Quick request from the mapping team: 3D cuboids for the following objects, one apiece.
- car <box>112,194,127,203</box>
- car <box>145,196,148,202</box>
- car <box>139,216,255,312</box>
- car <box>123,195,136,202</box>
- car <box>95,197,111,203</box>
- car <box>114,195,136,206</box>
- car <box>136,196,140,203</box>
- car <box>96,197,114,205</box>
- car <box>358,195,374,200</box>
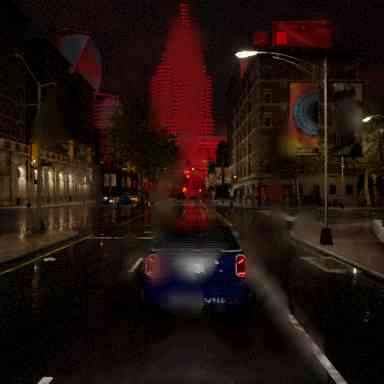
[{"bbox_3d":[-14.770,1.352,68.009,2.097,1.767,4.553,0,0,0],"label":"car"},{"bbox_3d":[-11.243,1.553,75.746,1.994,1.385,4.181,0,0,0],"label":"car"},{"bbox_3d":[0.100,1.352,7.891,2.097,1.767,4.553,0,0,0],"label":"car"},{"bbox_3d":[-14.734,1.525,78.410,2.128,1.511,4.902,0,0,0],"label":"car"},{"bbox_3d":[-18.021,1.595,67.401,1.895,1.301,4.718,0,0,0],"label":"car"},{"bbox_3d":[-11.391,1.526,56.725,1.812,1.442,4.674,0,0,0],"label":"car"},{"bbox_3d":[-11.306,1.478,65.873,1.882,1.535,5.008,0,0,1],"label":"car"},{"bbox_3d":[-14.881,1.547,57.899,2.033,1.411,5.357,0,0,0],"label":"car"},{"bbox_3d":[34.678,1.481,68.615,2.231,1.521,4.892,0,0,0],"label":"car"}]
